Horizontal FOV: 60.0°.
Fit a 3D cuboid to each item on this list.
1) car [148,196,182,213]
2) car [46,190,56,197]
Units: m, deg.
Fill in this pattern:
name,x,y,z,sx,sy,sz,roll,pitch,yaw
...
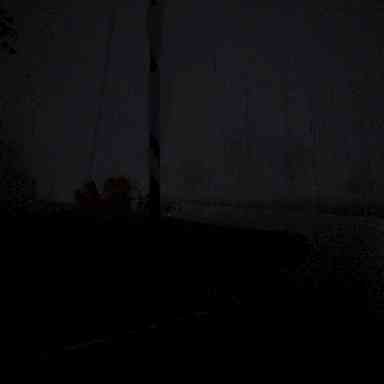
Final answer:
name,x,y,z,sx,sy,sz,roll,pitch,yaw
car,-2.884,1.203,33.577,2.128,1.511,4.902,-1,1,-35
car,-35.670,0.323,84.038,2.097,1.767,4.553,-1,1,-28
